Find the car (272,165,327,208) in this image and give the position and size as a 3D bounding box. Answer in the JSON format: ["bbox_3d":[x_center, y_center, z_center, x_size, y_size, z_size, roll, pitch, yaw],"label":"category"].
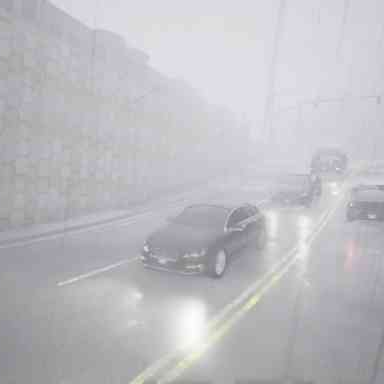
[{"bbox_3d":[5.698,-0.282,17.748,1.812,1.442,4.674,3,13,30],"label":"car"}]

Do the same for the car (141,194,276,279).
[{"bbox_3d":[0.598,1.040,9.076,1.837,1.490,4.892,3,6,30],"label":"car"}]

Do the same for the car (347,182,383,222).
[{"bbox_3d":[7.706,0.311,13.987,1.812,1.442,4.674,3,11,30],"label":"car"}]

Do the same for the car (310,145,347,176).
[{"bbox_3d":[11.092,-2.616,26.738,2.150,2.045,5.566,4,13,30],"label":"car"}]
